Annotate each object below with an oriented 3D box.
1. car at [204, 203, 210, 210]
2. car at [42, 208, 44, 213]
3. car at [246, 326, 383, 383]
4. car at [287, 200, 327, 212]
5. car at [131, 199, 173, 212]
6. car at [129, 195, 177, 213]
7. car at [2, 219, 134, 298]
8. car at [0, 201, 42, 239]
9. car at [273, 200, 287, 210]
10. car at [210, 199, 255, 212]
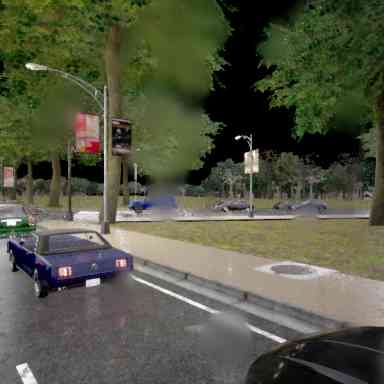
[{"bbox_3d":[3.867,1.708,43.696,4.674,1.442,1.812,0,0,-15],"label":"car"},{"bbox_3d":[-16.576,1.581,31.472,4.674,1.442,1.812,0,0,-15],"label":"car"},{"bbox_3d":[2.368,1.478,1.232,1.882,1.535,5.008,0,0,-38],"label":"car"},{"bbox_3d":[15.230,1.775,43.283,4.674,1.442,1.812,0,0,-14],"label":"car"},{"bbox_3d":[-4.971,1.623,41.405,4.902,1.511,2.128,0,0,-14],"label":"car"},{"bbox_3d":[-4.446,1.352,38.186,5.566,2.045,2.150,0,0,-15],"label":"car"},{"bbox_3d":[-3.428,1.601,8.687,1.895,1.301,4.718,0,0,-38],"label":"car"},{"bbox_3d":[-8.941,1.352,15.787,2.097,1.767,4.553,0,0,-38],"label":"car"},{"bbox_3d":[13.443,1.806,46.178,4.181,1.385,1.994,0,0,-15],"label":"car"},{"bbox_3d":[5.235,1.678,40.696,4.902,1.511,2.128,0,0,-14],"label":"car"}]
